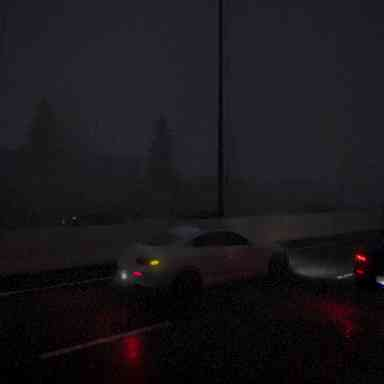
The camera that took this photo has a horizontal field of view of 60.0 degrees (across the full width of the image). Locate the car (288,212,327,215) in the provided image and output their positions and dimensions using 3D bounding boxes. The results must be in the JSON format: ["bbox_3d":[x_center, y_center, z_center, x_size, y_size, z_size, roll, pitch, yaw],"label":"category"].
[{"bbox_3d":[10.352,1.591,28.644,4.902,1.511,2.128,0,0,-35],"label":"car"}]

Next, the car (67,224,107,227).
[{"bbox_3d":[-5.736,1.536,21.427,4.902,1.511,2.128,0,0,-36],"label":"car"}]

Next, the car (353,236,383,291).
[{"bbox_3d":[5.599,1.558,7.786,4.674,1.442,1.812,0,0,-36],"label":"car"}]

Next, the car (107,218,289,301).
[{"bbox_3d":[0.436,1.549,8.394,4.674,1.442,1.812,0,0,-36],"label":"car"}]

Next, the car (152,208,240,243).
[{"bbox_3d":[0.253,1.610,17.111,4.181,1.385,1.994,0,0,-36],"label":"car"}]
